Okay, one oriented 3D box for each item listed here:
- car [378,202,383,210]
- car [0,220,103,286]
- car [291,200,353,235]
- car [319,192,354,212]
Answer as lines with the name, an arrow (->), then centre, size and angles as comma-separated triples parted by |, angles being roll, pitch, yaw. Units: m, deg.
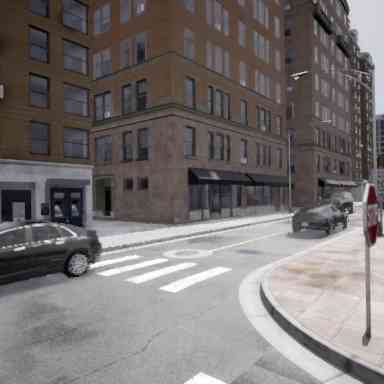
car -> 21.096, 1.016, 35.432 | 2.097, 1.767, 4.553 | -1, -1, 39
car -> -4.506, 1.505, 8.048 | 1.837, 1.490, 4.892 | -1, 0, 39
car -> 6.737, 1.343, 17.414 | 1.812, 1.442, 4.674 | -1, 0, 39
car -> 12.914, 1.001, 29.898 | 2.150, 2.045, 5.566 | -1, -1, 39
